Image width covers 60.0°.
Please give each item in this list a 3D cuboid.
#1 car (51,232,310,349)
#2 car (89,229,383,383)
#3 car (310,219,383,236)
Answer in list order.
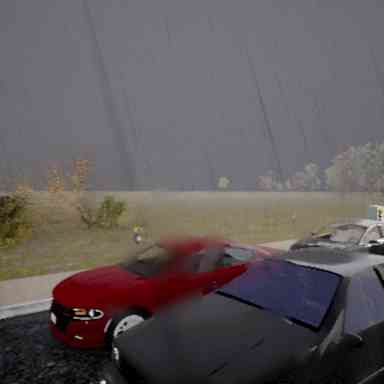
[{"bbox_3d":[-0.121,1.519,6.001,4.507,1.381,1.887,-1,1,-35],"label":"car"},{"bbox_3d":[1.699,1.518,4.283,5.357,1.411,2.033,-1,0,-35],"label":"car"},{"bbox_3d":[4.484,1.481,9.283,4.403,1.369,2.008,-1,1,-35],"label":"car"}]
